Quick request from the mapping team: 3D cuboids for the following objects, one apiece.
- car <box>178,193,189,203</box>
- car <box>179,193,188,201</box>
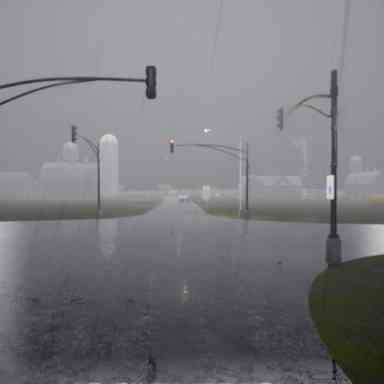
[{"bbox_3d":[-1.513,1.520,70.046,1.812,1.442,4.674,0,0,-3],"label":"car"},{"bbox_3d":[-2.097,1.151,80.080,2.150,2.045,5.566,0,0,-4],"label":"car"}]
